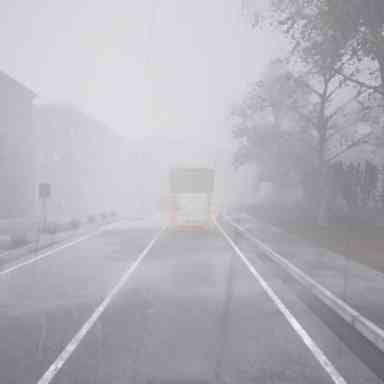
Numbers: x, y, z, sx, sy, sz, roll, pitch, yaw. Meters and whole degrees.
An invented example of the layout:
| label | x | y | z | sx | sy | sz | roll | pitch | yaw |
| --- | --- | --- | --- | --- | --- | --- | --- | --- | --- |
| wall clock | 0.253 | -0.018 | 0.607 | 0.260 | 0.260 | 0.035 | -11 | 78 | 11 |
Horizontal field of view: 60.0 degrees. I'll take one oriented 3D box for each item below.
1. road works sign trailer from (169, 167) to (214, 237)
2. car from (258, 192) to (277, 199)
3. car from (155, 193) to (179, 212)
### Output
| label | x | y | z | sx | sy | sz | roll | pitch | yaw |
| --- | --- | --- | --- | --- | --- | --- | --- | --- | --- |
| road works sign trailer | -0.010 | 0.453 | 18.024 | 2.380 | 3.560 | 2.880 | 0 | 0 | 0 |
| car | 16.765 | 0.726 | 73.982 | 4.553 | 1.767 | 2.097 | -2 | 0 | -32 |
| car | -2.766 | 1.199 | 38.074 | 2.150 | 2.045 | 5.566 | 0 | 0 | 5 |
